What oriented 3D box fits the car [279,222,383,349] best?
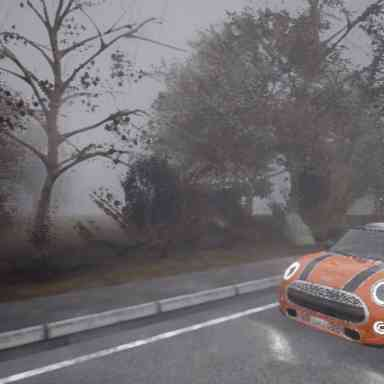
[{"bbox_3d":[3.758,1.410,6.348,4.553,1.767,2.097,1,0,-35],"label":"car"}]
